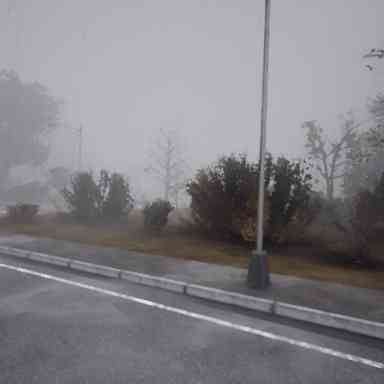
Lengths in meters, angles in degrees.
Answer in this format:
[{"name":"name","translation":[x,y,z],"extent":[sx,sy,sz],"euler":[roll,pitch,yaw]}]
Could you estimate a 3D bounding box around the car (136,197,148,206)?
[{"name":"car","translation":[-9.594,1.722,62.463],"extent":[2.097,1.767,4.553],"euler":[2,-1,20]}]
